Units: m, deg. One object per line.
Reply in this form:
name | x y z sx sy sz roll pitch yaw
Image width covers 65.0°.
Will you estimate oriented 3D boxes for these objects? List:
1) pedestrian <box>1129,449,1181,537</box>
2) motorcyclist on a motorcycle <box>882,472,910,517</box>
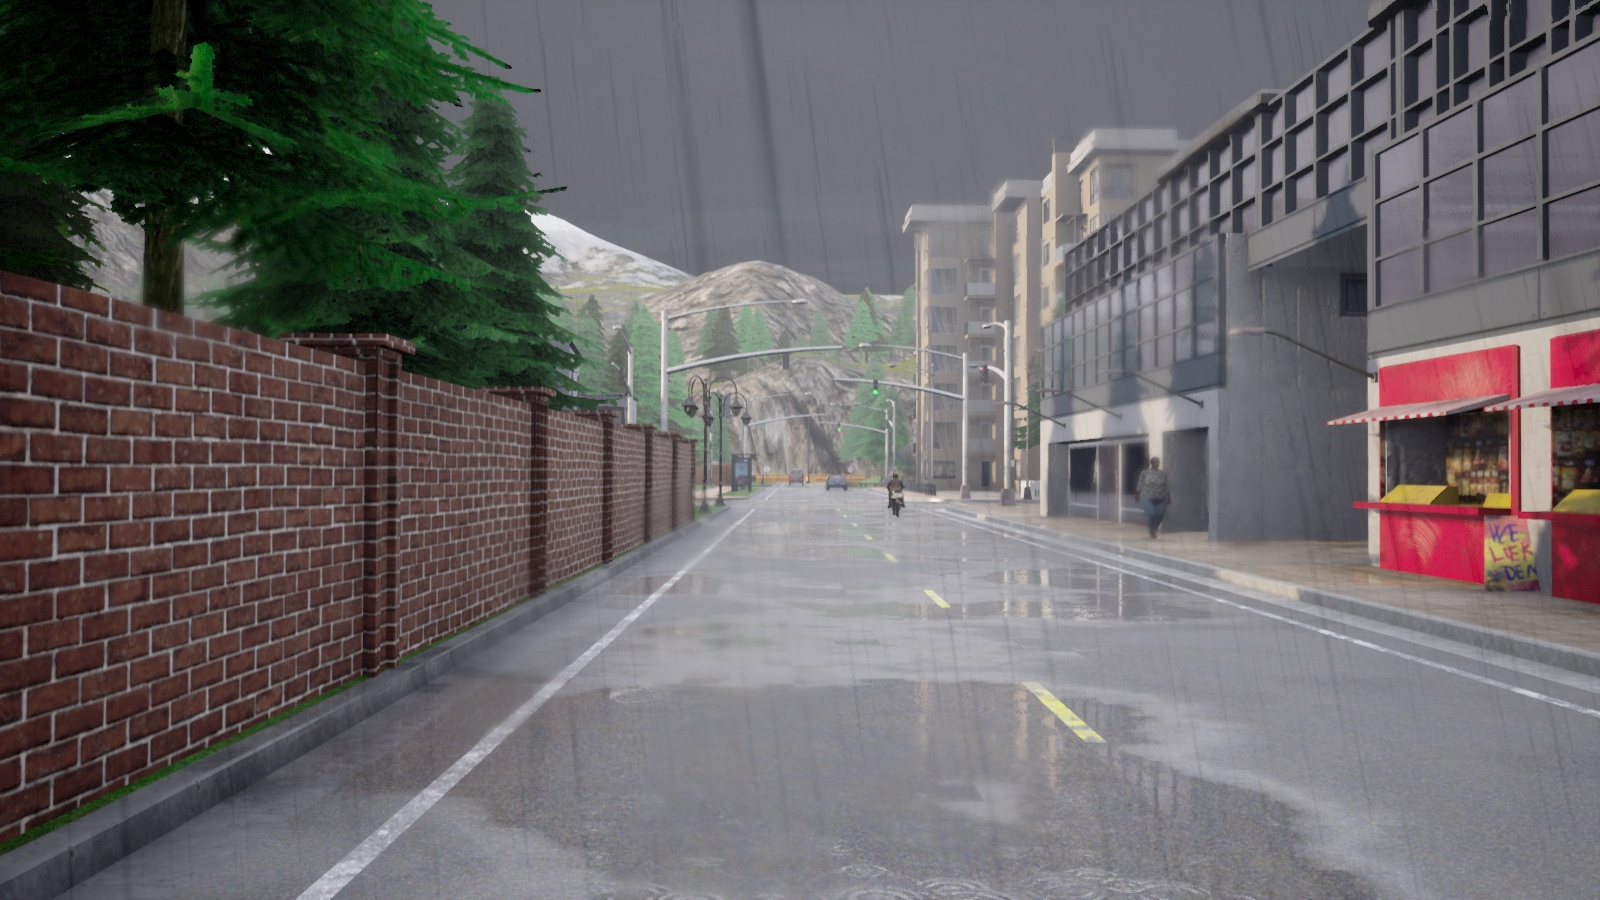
pedestrian | 7.551 0.911 26.772 0.874 1.855 0.900 0 -1 3
motorcyclist on a motorcycle | 3.380 1.554 44.275 0.797 1.523 2.044 0 -1 0
